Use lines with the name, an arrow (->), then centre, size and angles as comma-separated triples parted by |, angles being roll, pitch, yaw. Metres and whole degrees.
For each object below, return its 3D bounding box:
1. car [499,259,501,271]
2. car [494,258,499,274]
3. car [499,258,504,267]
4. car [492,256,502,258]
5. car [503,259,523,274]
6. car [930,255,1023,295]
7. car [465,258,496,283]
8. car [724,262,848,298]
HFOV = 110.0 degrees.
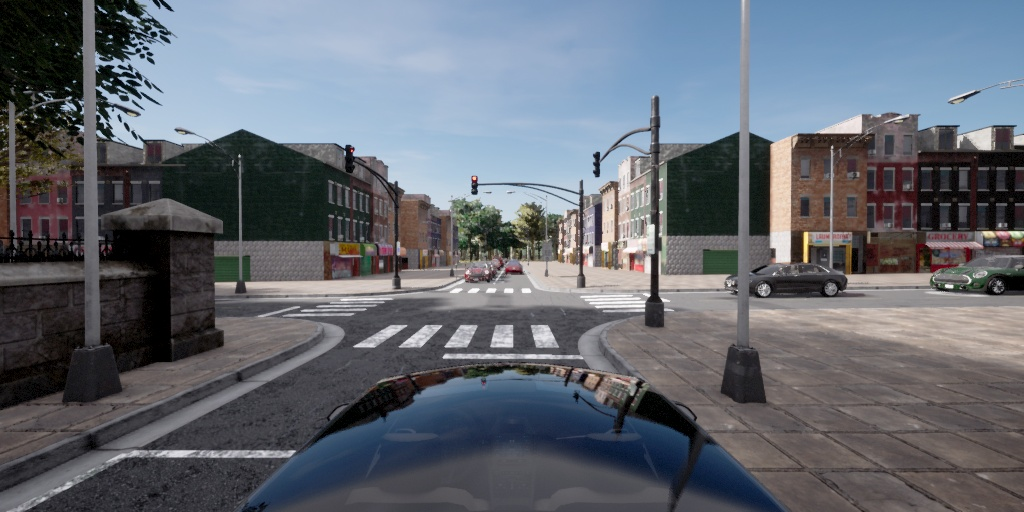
car -> -2.519, 1.335, 38.966 | 1.948, 1.339, 4.313 | 0, 0, 0
car -> -2.537, 1.204, 33.532 | 1.967, 1.591, 4.097 | 0, 0, 0
car -> -2.483, 1.329, 49.835 | 1.888, 1.381, 4.507 | 0, 0, 0
car -> -2.832, 1.259, 60.907 | 1.801, 1.575, 5.366 | 0, 0, 0
car -> 0.227, 1.337, 41.970 | 1.994, 1.385, 4.181 | 0, 0, 0
car -> 22.100, 0.763, 16.280 | 4.553, 1.767, 2.097 | -1, 1, 0
car -> -2.555, 1.199, 28.097 | 1.967, 1.591, 4.097 | 0, 0, 0
car -> 12.322, 1.046, 16.316 | 4.892, 1.490, 1.837 | -1, 1, 0
